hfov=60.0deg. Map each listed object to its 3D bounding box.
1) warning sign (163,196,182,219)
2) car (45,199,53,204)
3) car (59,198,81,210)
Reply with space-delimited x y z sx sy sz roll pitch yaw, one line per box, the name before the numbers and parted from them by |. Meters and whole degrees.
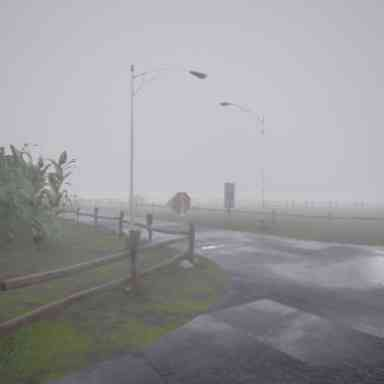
warning sign | -1.634 1.273 27.846 1.300 1.860 1.060 0 0 -35
car | -22.356 1.668 53.248 1.812 1.442 4.674 1 0 -35
car | -16.489 1.648 44.926 1.837 1.490 4.892 1 0 -34
